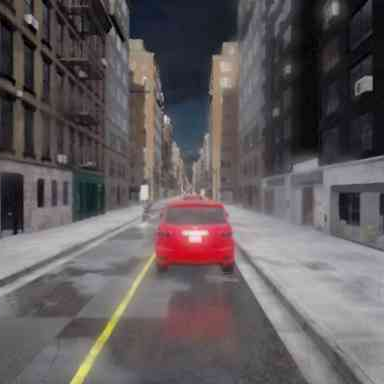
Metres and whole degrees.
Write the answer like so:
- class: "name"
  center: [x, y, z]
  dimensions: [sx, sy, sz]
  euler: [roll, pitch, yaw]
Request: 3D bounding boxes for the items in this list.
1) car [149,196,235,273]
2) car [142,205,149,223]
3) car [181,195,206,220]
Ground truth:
- class: "car"
  center: [0.093, 1.269, 10.920]
  dimensions: [2.150, 2.045, 5.566]
  euler: [0, 0, 0]
- class: "car"
  center: [-2.834, 1.638, 26.881]
  dimensions: [1.812, 1.442, 4.674]
  euler: [0, 0, 0]
- class: "car"
  center: [0.113, 1.349, 30.938]
  dimensions: [2.150, 2.045, 5.566]
  euler: [0, 0, 0]
